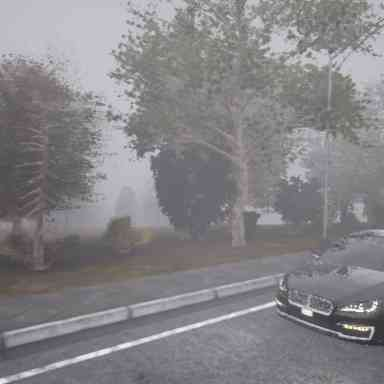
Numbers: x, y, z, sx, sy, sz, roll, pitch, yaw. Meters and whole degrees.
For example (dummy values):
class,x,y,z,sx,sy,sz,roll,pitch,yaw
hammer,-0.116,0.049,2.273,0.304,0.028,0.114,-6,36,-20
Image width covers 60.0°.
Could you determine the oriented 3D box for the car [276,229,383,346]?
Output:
class,x,y,z,sx,sy,sz,roll,pitch,yaw
car,3.669,1.523,6.302,4.892,1.490,1.837,0,0,-35
